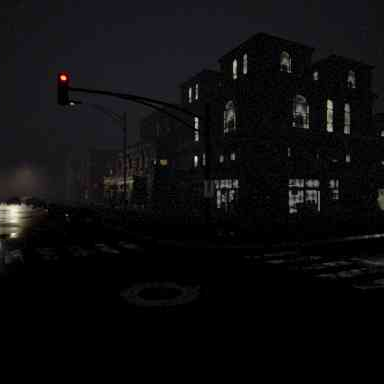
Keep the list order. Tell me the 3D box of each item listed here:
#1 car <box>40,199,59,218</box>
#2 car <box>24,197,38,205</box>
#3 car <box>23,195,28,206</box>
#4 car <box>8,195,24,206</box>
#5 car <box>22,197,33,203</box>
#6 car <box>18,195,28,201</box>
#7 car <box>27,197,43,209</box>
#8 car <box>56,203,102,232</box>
[{"bbox_3d":[-12.095,1.587,29.653,1.802,1.307,4.206,0,0,-29],"label":"car"},{"bbox_3d":[-28.363,1.568,58.518,2.008,1.369,4.403,0,0,-29],"label":"car"},{"bbox_3d":[-25.650,1.454,53.707,1.967,1.590,4.097,0,0,-29],"label":"car"},{"bbox_3d":[-30.255,1.494,56.591,1.882,1.535,5.008,0,0,-29],"label":"car"},{"bbox_3d":[-33.784,1.605,68.138,1.802,1.307,4.206,0,0,-29],"label":"car"},{"bbox_3d":[-41.917,1.475,82.570,1.967,1.590,4.097,0,0,-29],"label":"car"},{"bbox_3d":[-20.229,1.561,44.086,2.008,1.369,4.403,0,0,-29],"label":"car"},{"bbox_3d":[-6.674,1.569,20.033,1.947,1.339,4.313,0,0,-29],"label":"car"}]
